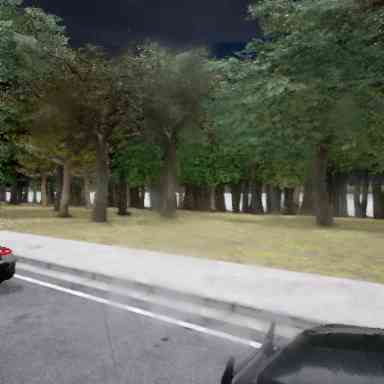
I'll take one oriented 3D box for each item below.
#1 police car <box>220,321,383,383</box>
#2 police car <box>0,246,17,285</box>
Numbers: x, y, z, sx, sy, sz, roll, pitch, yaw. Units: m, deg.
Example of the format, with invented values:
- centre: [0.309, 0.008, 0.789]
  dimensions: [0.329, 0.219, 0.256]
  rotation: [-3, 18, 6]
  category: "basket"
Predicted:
- centre: [2.523, 1.505, 1.763]
  dimensions: [4.974, 1.542, 2.038]
  rotation: [0, 0, 36]
  category: "police car"
- centre: [-6.447, 1.498, 8.148]
  dimensions: [4.974, 1.542, 2.038]
  rotation: [0, 0, 35]
  category: "police car"
